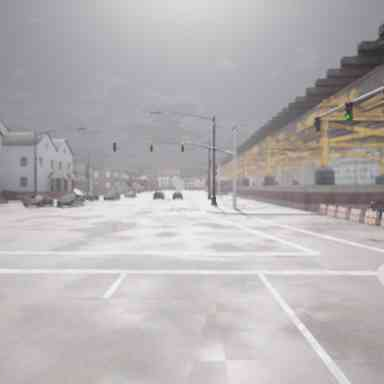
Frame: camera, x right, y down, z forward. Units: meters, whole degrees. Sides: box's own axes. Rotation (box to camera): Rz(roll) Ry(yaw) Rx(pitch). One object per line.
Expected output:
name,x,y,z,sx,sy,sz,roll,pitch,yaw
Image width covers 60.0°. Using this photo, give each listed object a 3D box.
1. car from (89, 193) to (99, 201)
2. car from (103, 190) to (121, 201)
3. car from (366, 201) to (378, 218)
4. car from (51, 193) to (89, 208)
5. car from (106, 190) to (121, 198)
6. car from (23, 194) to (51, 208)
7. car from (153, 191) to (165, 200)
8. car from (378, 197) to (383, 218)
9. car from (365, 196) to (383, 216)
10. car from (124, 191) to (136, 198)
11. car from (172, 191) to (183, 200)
car,-16.900,0.850,54.935,1.895,1.301,4.718,0,1,2
car,-13.385,0.746,55.511,1.837,1.490,4.892,0,1,2
car,14.042,1.128,23.687,4.974,1.542,2.038,-1,1,-45
car,-13.862,0.982,38.164,1.837,1.490,4.892,0,1,2
car,-16.468,0.388,70.039,2.097,1.767,4.553,0,1,1
car,-17.370,1.006,37.938,1.812,1.442,4.674,0,1,1
car,-6.159,0.626,62.313,1.882,1.535,5.008,0,1,1
car,13.937,1.191,19.080,2.038,1.542,4.974,-1,1,-35
car,14.078,0.970,23.722,4.536,1.218,1.853,-1,1,-45
car,-12.960,0.552,70.306,1.812,1.442,4.674,0,1,1
car,-2.661,0.655,62.226,1.837,1.490,4.892,0,1,1
